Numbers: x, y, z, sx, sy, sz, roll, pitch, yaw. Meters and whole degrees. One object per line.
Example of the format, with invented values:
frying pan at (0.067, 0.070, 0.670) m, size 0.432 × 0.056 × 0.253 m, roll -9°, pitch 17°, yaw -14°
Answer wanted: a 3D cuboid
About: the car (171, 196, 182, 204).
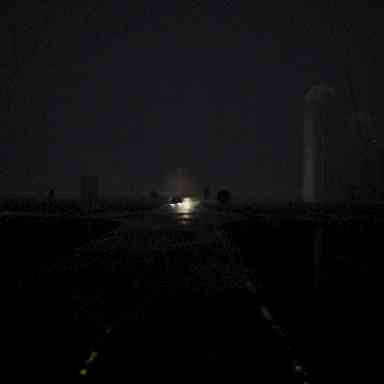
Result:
car at (-2.755, 1.466, 60.485) m, size 1.994 × 1.385 × 4.181 m, roll 0°, pitch 1°, yaw 0°
